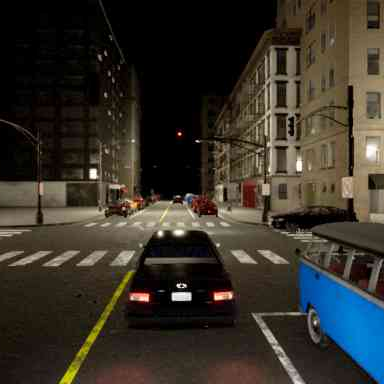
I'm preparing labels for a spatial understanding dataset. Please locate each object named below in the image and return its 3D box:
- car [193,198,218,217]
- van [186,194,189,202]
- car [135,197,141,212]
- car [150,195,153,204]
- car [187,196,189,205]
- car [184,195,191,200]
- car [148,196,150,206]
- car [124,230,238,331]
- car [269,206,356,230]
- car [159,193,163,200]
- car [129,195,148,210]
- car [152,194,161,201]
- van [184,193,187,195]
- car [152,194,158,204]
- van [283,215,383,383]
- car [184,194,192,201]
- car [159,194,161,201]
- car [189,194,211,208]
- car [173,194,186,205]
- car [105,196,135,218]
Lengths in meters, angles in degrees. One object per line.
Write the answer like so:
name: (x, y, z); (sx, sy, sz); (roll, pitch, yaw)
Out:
car: (1.371, 1.545, 30.578); (1.887, 1.381, 4.507); (0, 0, -2)
van: (0.435, 1.339, 52.196); (1.690, 1.788, 3.998); (0, 0, -2)
car: (-6.873, 1.526, 35.465); (1.752, 1.417, 4.829); (0, 0, -2)
car: (-7.582, 1.564, 51.848); (1.947, 1.339, 4.313); (0, 0, -2)
car: (0.669, 1.544, 46.791); (1.887, 1.381, 4.507); (0, 0, -2)
car: (-1.203, 1.530, 90.026); (1.887, 1.381, 4.507); (0, 0, -2)
car: (-7.341, 1.525, 46.274); (1.752, 1.417, 4.829); (0, 0, -2)
car: (-0.260, 1.547, 7.278); (2.033, 1.411, 5.357); (0, 0, -2)
car: (6.927, 1.541, 19.136); (4.902, 1.511, 2.128); (0, 0, -3)
car: (-8.752, 1.304, 78.870); (2.192, 1.841, 5.009); (0, 0, -2)
car: (-7.114, 1.315, 41.039); (2.192, 1.841, 5.009); (0, 0, -2)
car: (-8.986, 1.427, 84.275); (1.967, 1.590, 4.097); (0, 0, -2)
van: (-0.501, 1.332, 73.813); (1.690, 1.788, 3.998); (0, 0, -2)
car: (-8.050, 1.545, 62.657); (2.008, 1.369, 4.403); (0, 0, -2)
van: (2.534, 1.341, 3.723); (1.690, 1.788, 3.998); (0, 0, -2)
car: (-0.969, 1.427, 84.622); (1.967, 1.590, 4.097); (0, 0, -2)
car: (-8.518, 1.572, 73.466); (1.802, 1.307, 4.206); (0, 0, -2)
car: (1.137, 1.315, 35.982); (2.192, 1.841, 5.009); (0, 0, -2)
car: (-2.571, 1.543, 60.650); (2.033, 1.411, 5.357); (0, 0, -2)
car: (-6.646, 1.440, 30.231); (1.967, 1.590, 4.097); (0, 0, -2)
